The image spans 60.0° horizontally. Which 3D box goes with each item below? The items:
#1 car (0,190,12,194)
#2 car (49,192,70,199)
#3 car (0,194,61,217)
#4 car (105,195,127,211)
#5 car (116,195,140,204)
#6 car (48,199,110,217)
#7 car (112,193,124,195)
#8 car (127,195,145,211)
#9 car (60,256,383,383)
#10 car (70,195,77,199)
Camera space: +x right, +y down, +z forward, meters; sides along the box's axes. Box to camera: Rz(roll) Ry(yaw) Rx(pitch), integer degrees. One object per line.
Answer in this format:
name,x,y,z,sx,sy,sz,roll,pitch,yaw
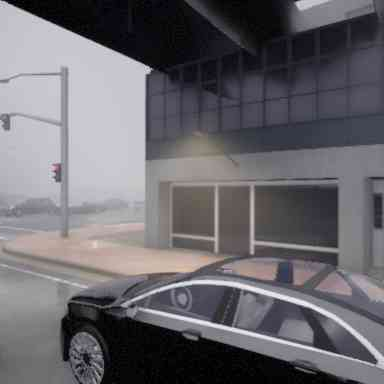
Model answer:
car,-24.416,1.061,40.969,3.866,1.878,1.905,0,0,35
car,-27.411,1.019,67.114,4.605,1.855,1.932,0,0,35
car,-14.716,1.288,30.143,2.097,1.767,4.553,0,0,36
car,-9.380,1.413,37.376,1.882,1.535,5.008,0,0,37
car,-11.421,1.299,59.360,3.806,1.475,1.970,0,0,35
car,-10.219,1.544,30.371,1.895,1.301,4.718,0,0,36
car,-13.103,1.060,57.004,3.866,1.878,1.905,0,0,35
car,-4.397,1.165,38.205,2.150,2.045,5.566,0,0,37
car,0.538,1.489,3.608,4.902,1.511,2.128,0,0,35
car,-25.685,1.229,69.441,3.905,1.438,1.784,0,0,35
